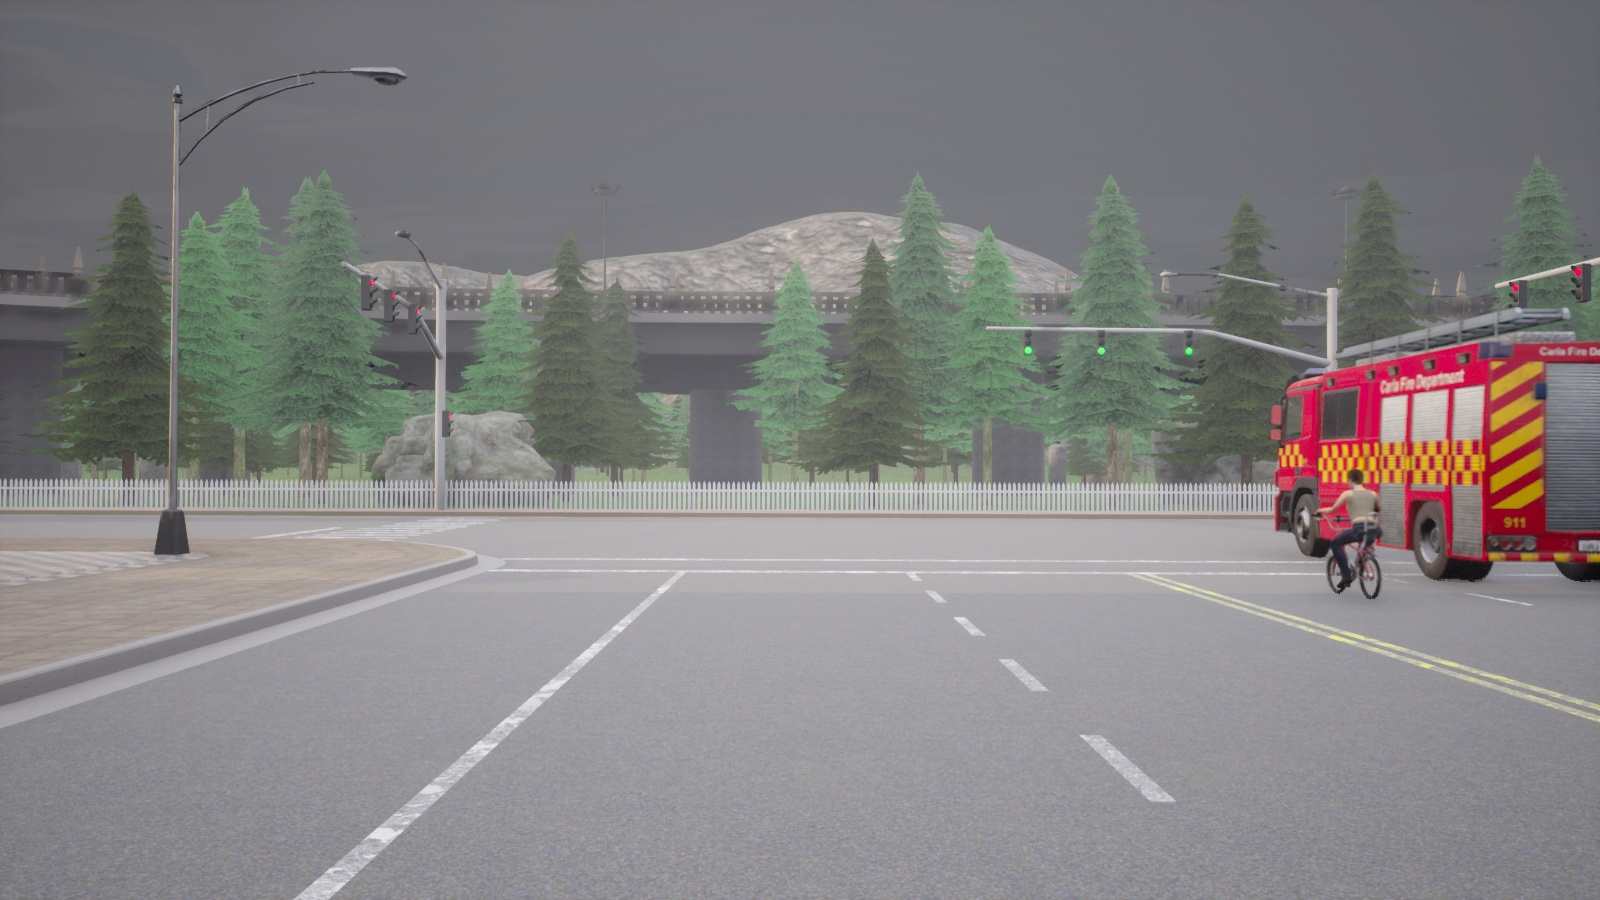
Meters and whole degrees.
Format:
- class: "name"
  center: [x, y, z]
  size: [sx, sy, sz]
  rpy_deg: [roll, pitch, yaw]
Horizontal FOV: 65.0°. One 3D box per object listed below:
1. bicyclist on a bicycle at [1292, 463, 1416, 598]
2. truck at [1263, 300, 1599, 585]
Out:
- class: "bicyclist on a bicycle"
  center: [6.958, 0.990, 15.852]
  size: [0.866, 1.612, 1.509]
  rpy_deg: [0, -2, 0]
- class: "truck"
  center: [10.658, -0.044, 21.086]
  size: [2.891, 3.827, 8.468]
  rpy_deg: [0, -1, 2]
